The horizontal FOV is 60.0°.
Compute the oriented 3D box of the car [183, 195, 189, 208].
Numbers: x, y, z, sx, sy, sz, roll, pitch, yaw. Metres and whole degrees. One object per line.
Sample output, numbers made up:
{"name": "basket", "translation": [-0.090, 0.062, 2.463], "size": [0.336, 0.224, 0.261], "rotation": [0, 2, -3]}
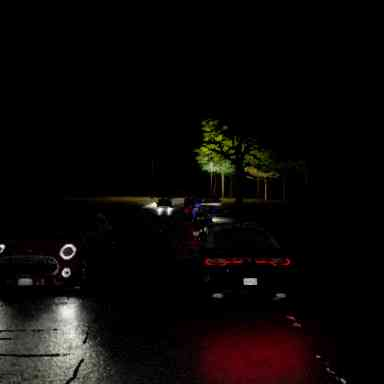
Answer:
{"name": "car", "translation": [-0.128, 1.326, 45.214], "size": [2.128, 1.511, 4.902], "rotation": [0, 0, 0]}

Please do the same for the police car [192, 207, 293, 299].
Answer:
{"name": "police car", "translation": [1.057, 1.416, 8.614], "size": [1.930, 1.638, 5.238], "rotation": [0, 0, 0]}

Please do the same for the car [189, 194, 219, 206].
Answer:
{"name": "car", "translation": [1.028, 1.167, 24.542], "size": [2.150, 2.045, 5.566], "rotation": [0, 0, 0]}

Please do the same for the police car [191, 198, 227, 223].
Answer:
{"name": "police car", "translation": [1.047, 1.391, 18.620], "size": [1.930, 1.638, 5.238], "rotation": [0, 0, 0]}

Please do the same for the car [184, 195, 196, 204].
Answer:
{"name": "car", "translation": [-0.307, 1.300, 59.623], "size": [2.033, 1.411, 5.357], "rotation": [0, 0, -1]}

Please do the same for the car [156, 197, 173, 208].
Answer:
{"name": "car", "translation": [-3.660, 1.400, 45.002], "size": [1.994, 1.385, 4.181], "rotation": [0, 0, -1]}

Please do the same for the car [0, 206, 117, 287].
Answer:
{"name": "car", "translation": [-3.596, 1.341, 9.417], "size": [2.097, 1.767, 4.553], "rotation": [0, 0, 0]}
